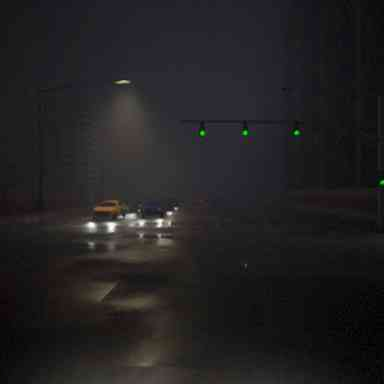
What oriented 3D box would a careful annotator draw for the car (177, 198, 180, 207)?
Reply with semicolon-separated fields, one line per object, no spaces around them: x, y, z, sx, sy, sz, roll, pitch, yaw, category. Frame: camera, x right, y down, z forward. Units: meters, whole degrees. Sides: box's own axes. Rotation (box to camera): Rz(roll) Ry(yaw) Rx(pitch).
-2.842;1.555;50.617;2.033;1.411;5.357;0;0;1;car

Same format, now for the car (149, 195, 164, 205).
-6.166;1.361;57.845;2.097;1.767;4.553;0;0;1;car

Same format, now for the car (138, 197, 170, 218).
-3.410;1.483;30.799;1.882;1.535;5.008;0;0;1;car

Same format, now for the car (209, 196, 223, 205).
4.358;1.484;58.663;1.882;1.535;5.008;0;0;1;car

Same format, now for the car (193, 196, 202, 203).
1.108;1.606;68.891;1.895;1.301;4.718;0;0;1;car

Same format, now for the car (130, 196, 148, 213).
-6.740;1.498;37.700;2.128;1.511;4.902;0;0;2;car

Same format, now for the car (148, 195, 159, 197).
-6.425;1.360;47.757;2.097;1.767;4.553;0;0;2;car

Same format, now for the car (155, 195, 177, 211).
-3.172;1.511;40.024;1.837;1.490;4.892;0;0;2;car

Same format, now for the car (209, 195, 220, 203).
4.606;1.486;68.775;1.882;1.535;5.008;0;0;1;car

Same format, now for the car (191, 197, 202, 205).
0.854;1.608;58.565;1.895;1.301;4.718;0;0;1;car

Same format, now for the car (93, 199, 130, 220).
-6.965;1.483;28.435;1.882;1.535;5.008;0;0;1;car
